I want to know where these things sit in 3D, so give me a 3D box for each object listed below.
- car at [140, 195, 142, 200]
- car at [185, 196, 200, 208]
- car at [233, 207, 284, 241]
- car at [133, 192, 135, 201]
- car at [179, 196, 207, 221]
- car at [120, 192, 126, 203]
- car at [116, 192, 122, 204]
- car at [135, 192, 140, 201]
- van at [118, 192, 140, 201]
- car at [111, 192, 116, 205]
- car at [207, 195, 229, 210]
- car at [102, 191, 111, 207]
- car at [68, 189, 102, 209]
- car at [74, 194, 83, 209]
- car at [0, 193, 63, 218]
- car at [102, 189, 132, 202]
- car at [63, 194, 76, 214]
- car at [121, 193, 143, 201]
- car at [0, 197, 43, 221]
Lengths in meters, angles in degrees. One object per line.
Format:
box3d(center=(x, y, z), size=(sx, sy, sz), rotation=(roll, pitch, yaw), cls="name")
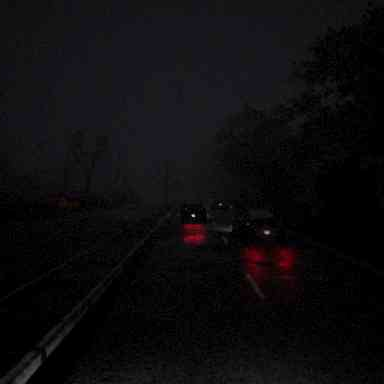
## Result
box3d(center=(-13.734, 0.947, 69.234), size=(5.566, 2.045, 2.435), rotation=(-1, 0, -20), cls="car")
box3d(center=(0.073, 1.271, 42.816), size=(1.812, 1.442, 4.674), rotation=(0, 0, 0), cls="car")
box3d(center=(3.097, 1.457, 16.058), size=(1.812, 1.442, 4.674), rotation=(0, 0, 0), cls="car")
box3d(center=(-13.784, 1.243, 63.201), size=(4.674, 1.452, 2.002), rotation=(-1, 0, -20), cls="car")
box3d(center=(0.096, 1.357, 25.500), size=(1.837, 1.490, 4.892), rotation=(0, 1, 0), cls="car")
box3d(center=(-13.831, 1.240, 54.181), size=(4.792, 1.488, 2.163), rotation=(-1, 0, -20), cls="car")
box3d(center=(-13.815, 1.216, 51.196), size=(4.892, 1.521, 2.231), rotation=(-1, 0, -20), cls="car")
box3d(center=(-13.805, 0.950, 66.197), size=(5.566, 2.045, 2.435), rotation=(-1, 0, -20), cls="car")
box3d(center=(-13.619, 0.970, 72.270), size=(4.442, 1.987, 1.878), rotation=(-1, 0, -19), cls="van")
box3d(center=(-13.842, 1.095, 48.186), size=(4.553, 1.767, 2.185), rotation=(-1, 0, -20), cls="car")
box3d(center=(3.094, 1.329, 38.189), size=(1.994, 1.385, 4.181), rotation=(0, 0, 0), cls="car")
box3d(center=(-13.781, 1.102, 45.200), size=(4.553, 1.767, 2.185), rotation=(-1, 1, -20), cls="car")
box3d(center=(-13.841, 1.001, 39.173), size=(5.566, 2.045, 2.435), rotation=(-1, 1, -20), cls="car")
box3d(center=(-13.989, 1.286, 33.123), size=(5.366, 1.575, 1.946), rotation=(-1, 1, -20), cls="car")
box3d(center=(-13.798, 1.077, 27.203), size=(5.566, 2.045, 2.435), rotation=(-1, 0, -20), cls="car")
box3d(center=(-13.832, 0.957, 57.184), size=(5.566, 2.045, 2.435), rotation=(-1, 0, -20), cls="car")
box3d(center=(-13.643, 1.299, 30.257), size=(5.366, 1.575, 1.946), rotation=(-1, 0, -20), cls="car")
box3d(center=(-13.645, 1.069, 75.248), size=(4.553, 1.767, 2.185), rotation=(-1, 0, -19), cls="car")
box3d(center=(-13.794, 1.382, 24.202), size=(4.792, 1.488, 2.163), rotation=(-1, 0, -20), cls="car")
